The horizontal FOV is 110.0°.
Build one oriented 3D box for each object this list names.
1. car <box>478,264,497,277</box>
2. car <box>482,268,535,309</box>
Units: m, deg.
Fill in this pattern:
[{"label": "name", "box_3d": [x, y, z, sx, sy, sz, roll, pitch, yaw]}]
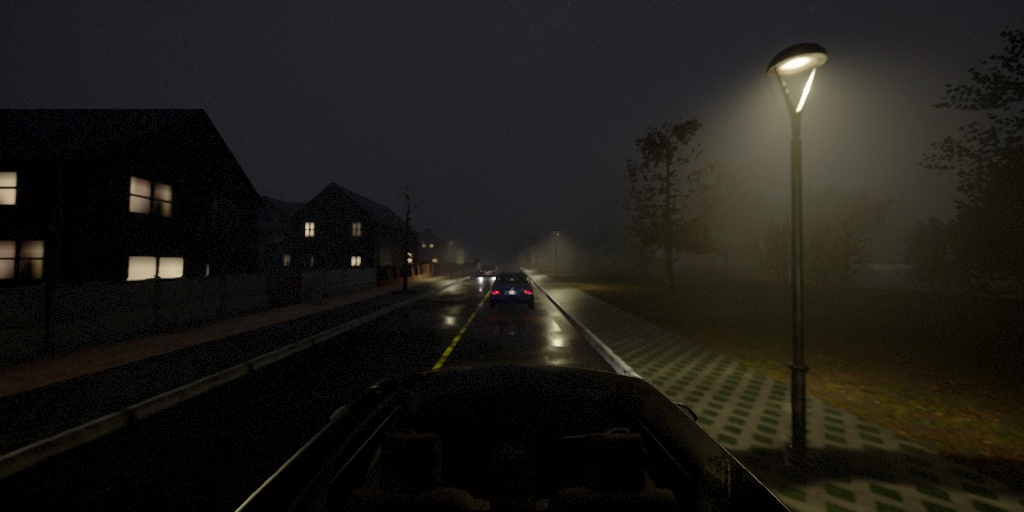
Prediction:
[{"label": "car", "box_3d": [-2.755, 1.716, 42.251, 1.812, 1.442, 4.674, 0, -1, 0]}, {"label": "car", "box_3d": [0.001, 1.439, 15.884, 2.033, 1.411, 5.357, 0, -1, 0]}]
